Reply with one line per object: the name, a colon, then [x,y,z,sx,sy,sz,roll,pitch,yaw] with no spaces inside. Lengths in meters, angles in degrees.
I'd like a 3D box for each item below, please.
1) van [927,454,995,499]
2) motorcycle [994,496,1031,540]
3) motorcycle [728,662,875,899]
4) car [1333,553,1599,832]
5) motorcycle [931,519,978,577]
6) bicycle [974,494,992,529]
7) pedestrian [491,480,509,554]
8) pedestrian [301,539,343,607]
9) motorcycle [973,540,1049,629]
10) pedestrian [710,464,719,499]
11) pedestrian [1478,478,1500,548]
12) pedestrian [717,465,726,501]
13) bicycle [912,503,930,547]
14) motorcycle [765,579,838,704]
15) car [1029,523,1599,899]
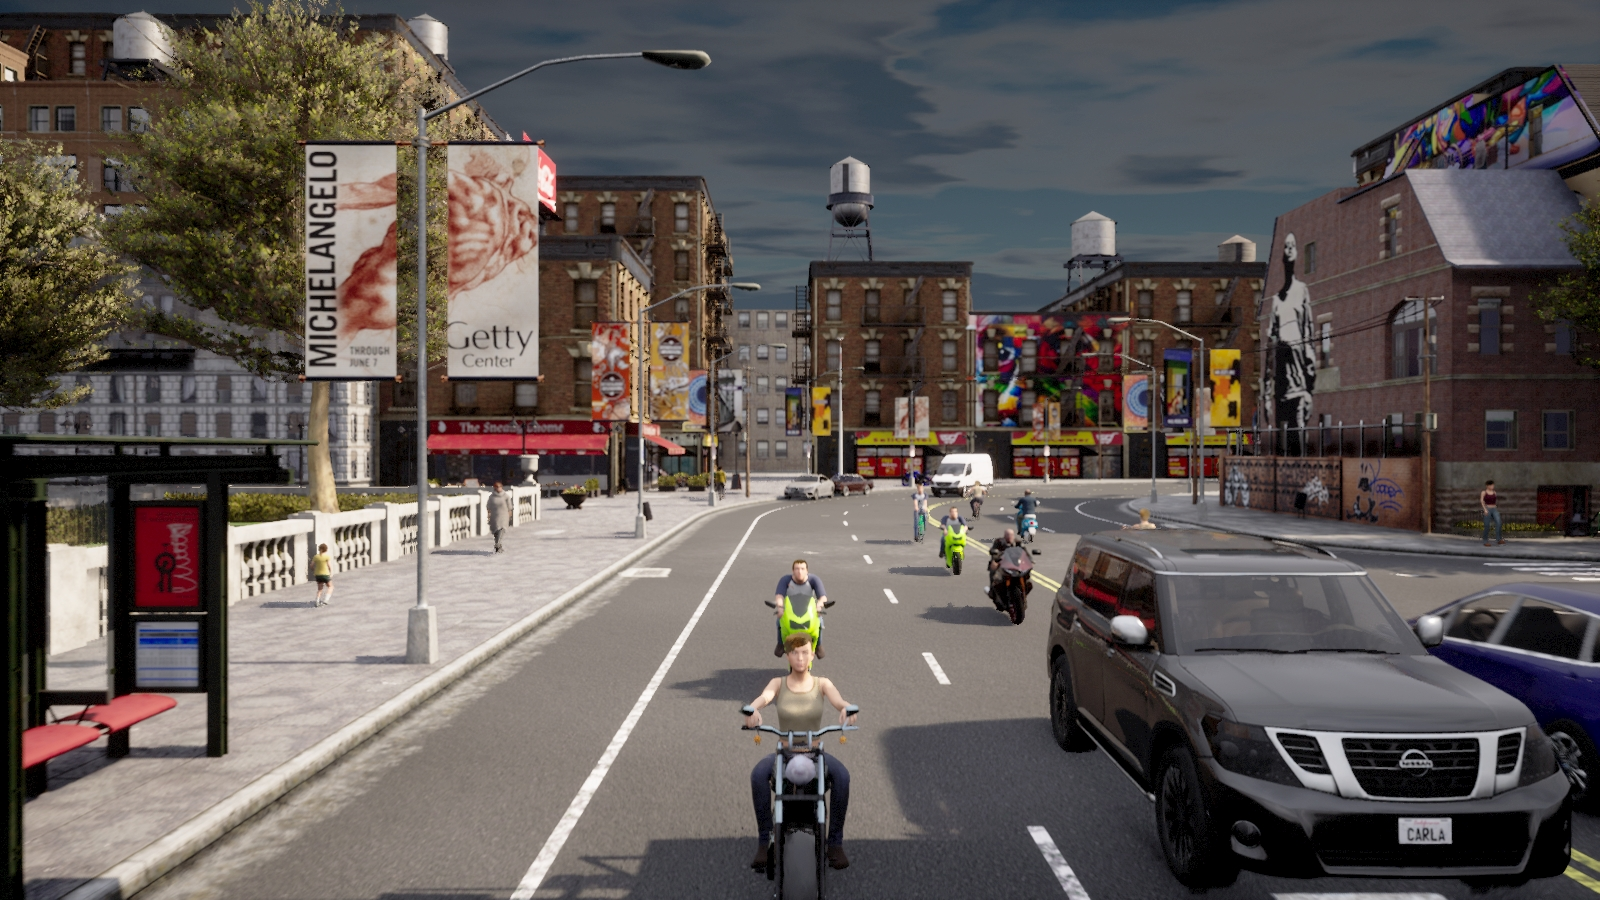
van: [9.849,1.566,69.416,1.988,2.561,5.915,0,0,30]
motorcycle: [6.915,2.187,37.245,0.764,1.277,2.356,0,0,0]
motorcycle: [0.009,2.174,7.102,0.764,1.277,2.356,0,0,0]
car: [7.000,1.973,10.303,2.242,1.667,4.611,0,0,0]
motorcycle: [3.527,2.226,26.183,0.803,1.145,2.033,0,0,0]
bicycle: [6.607,2.225,41.314,0.373,1.196,1.643,0,0,0]
pedestrian: [-7.659,1.710,29.148,0.375,1.860,0.375,0,0,-3]
pedestrian: [-8.102,2.086,19.375,0.500,1.100,0.500,0,0,1]
motorcycle: [3.505,2.214,19.194,0.867,1.251,2.209,0,0,0]
pedestrian: [-4.680,1.727,62.595,0.375,1.860,0.375,0,0,12]
pedestrian: [18.766,1.711,31.132,0.375,1.860,0.375,0,0,-2]
pedestrian: [-4.110,1.724,59.774,0.375,1.860,0.375,0,0,7]
bicycle: [3.593,2.222,34.057,0.373,1.196,1.643,0,0,1]
motorcycle: [0.020,2.220,13.585,0.803,1.145,2.033,0,0,0]
car: [3.471,1.785,9.186,2.150,2.045,5.566,0,0,0]
